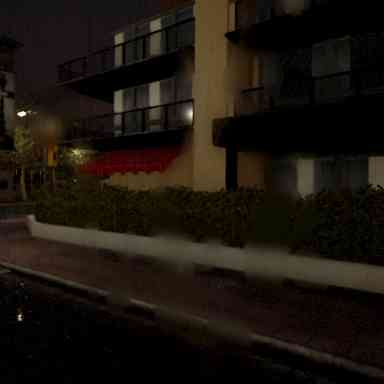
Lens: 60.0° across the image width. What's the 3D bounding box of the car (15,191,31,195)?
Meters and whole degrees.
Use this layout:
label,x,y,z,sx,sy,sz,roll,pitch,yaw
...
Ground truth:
label,x,y,z,sx,sy,sz,roll,pitch,yaw
car,-35.686,0.487,67.684,4.892,1.521,2.231,1,1,36
